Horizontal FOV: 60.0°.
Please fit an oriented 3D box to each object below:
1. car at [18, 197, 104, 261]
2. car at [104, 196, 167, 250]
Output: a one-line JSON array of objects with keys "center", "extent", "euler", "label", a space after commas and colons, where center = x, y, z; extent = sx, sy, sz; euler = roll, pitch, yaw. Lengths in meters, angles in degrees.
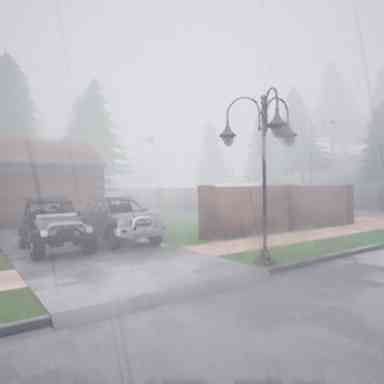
[{"center": [-4.746, 1.134, 11.460], "extent": [1.905, 1.878, 3.866], "euler": [-1, 1, -35], "label": "car"}, {"center": [-2.925, 1.093, 13.236], "extent": [1.932, 1.855, 4.605], "euler": [-1, 1, -35], "label": "car"}]
